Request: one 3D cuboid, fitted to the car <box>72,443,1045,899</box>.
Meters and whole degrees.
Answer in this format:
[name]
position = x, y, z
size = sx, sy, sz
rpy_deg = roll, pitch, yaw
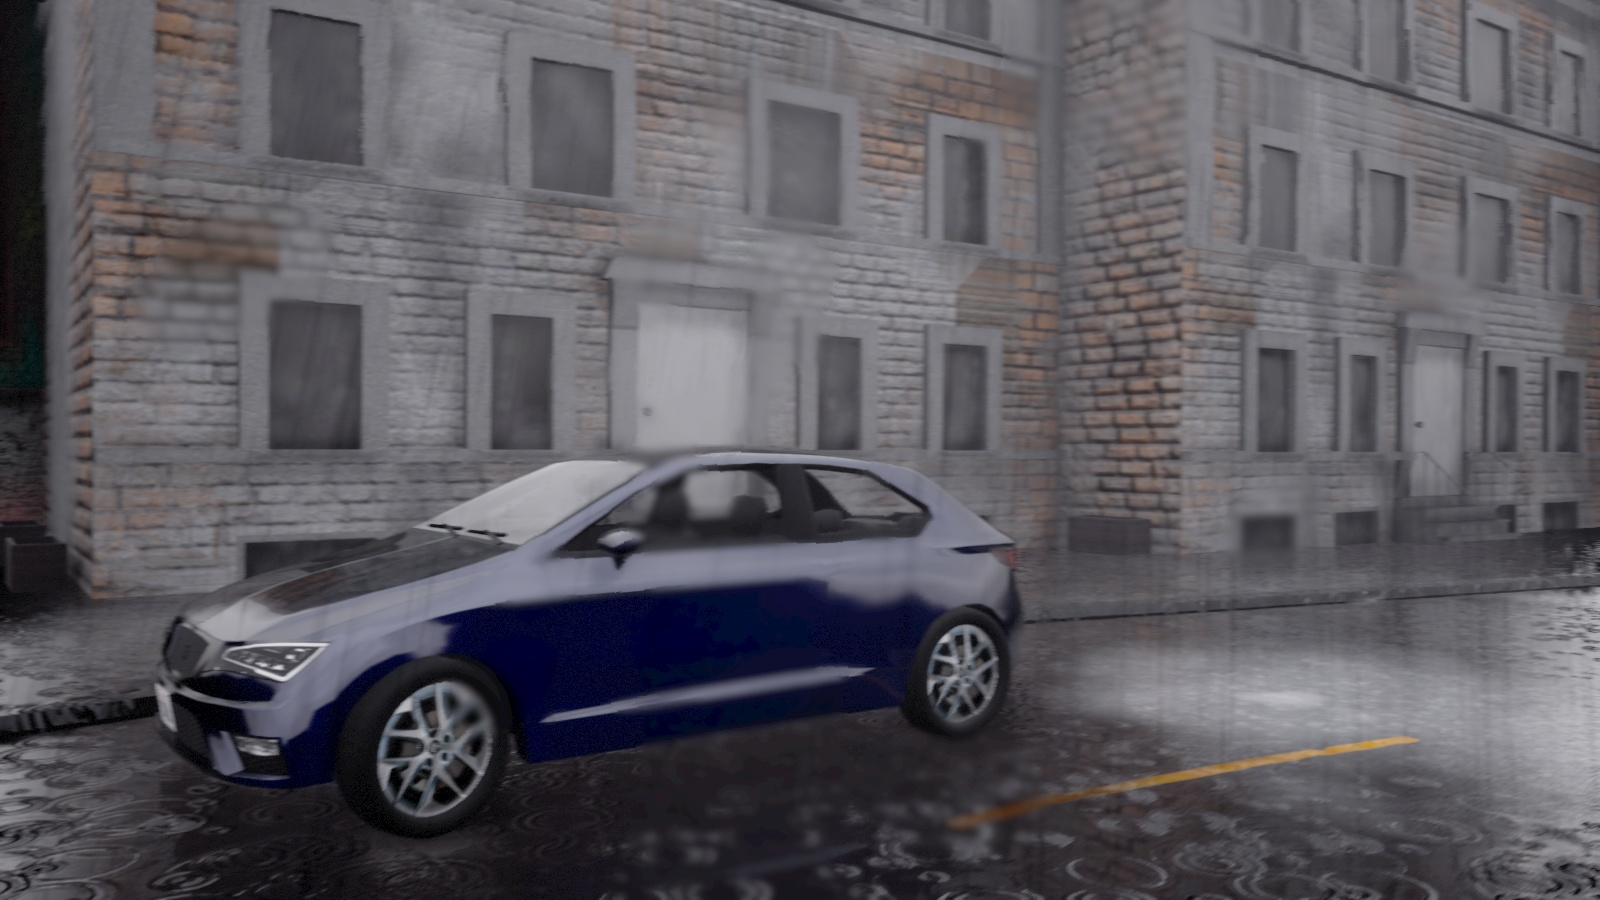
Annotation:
[car]
position = -0.944, 0.716, 6.010
size = 4.193, 1.474, 1.816
rpy_deg = 0, 0, -37
